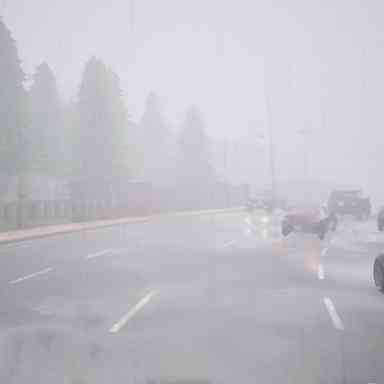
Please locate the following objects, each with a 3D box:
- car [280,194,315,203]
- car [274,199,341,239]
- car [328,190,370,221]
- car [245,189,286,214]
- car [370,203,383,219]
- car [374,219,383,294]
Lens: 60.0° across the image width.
[{"bbox_3d":[9.196,1.140,27.271,1.812,1.442,4.674,1,1,37],"label":"car"},{"bbox_3d":[5.683,1.299,15.959,1.812,1.442,4.674,1,1,32],"label":"car"},{"bbox_3d":[11.498,0.881,24.262,2.150,2.045,5.566,1,1,36],"label":"car"},{"bbox_3d":[6.882,0.791,29.999,2.150,2.045,5.566,1,1,37],"label":"car"},{"bbox_3d":[11.292,1.241,18.008,2.128,1.511,4.902,1,1,35],"label":"car"},{"bbox_3d":[4.526,1.451,5.365,1.812,1.442,4.674,0,1,12],"label":"car"}]
